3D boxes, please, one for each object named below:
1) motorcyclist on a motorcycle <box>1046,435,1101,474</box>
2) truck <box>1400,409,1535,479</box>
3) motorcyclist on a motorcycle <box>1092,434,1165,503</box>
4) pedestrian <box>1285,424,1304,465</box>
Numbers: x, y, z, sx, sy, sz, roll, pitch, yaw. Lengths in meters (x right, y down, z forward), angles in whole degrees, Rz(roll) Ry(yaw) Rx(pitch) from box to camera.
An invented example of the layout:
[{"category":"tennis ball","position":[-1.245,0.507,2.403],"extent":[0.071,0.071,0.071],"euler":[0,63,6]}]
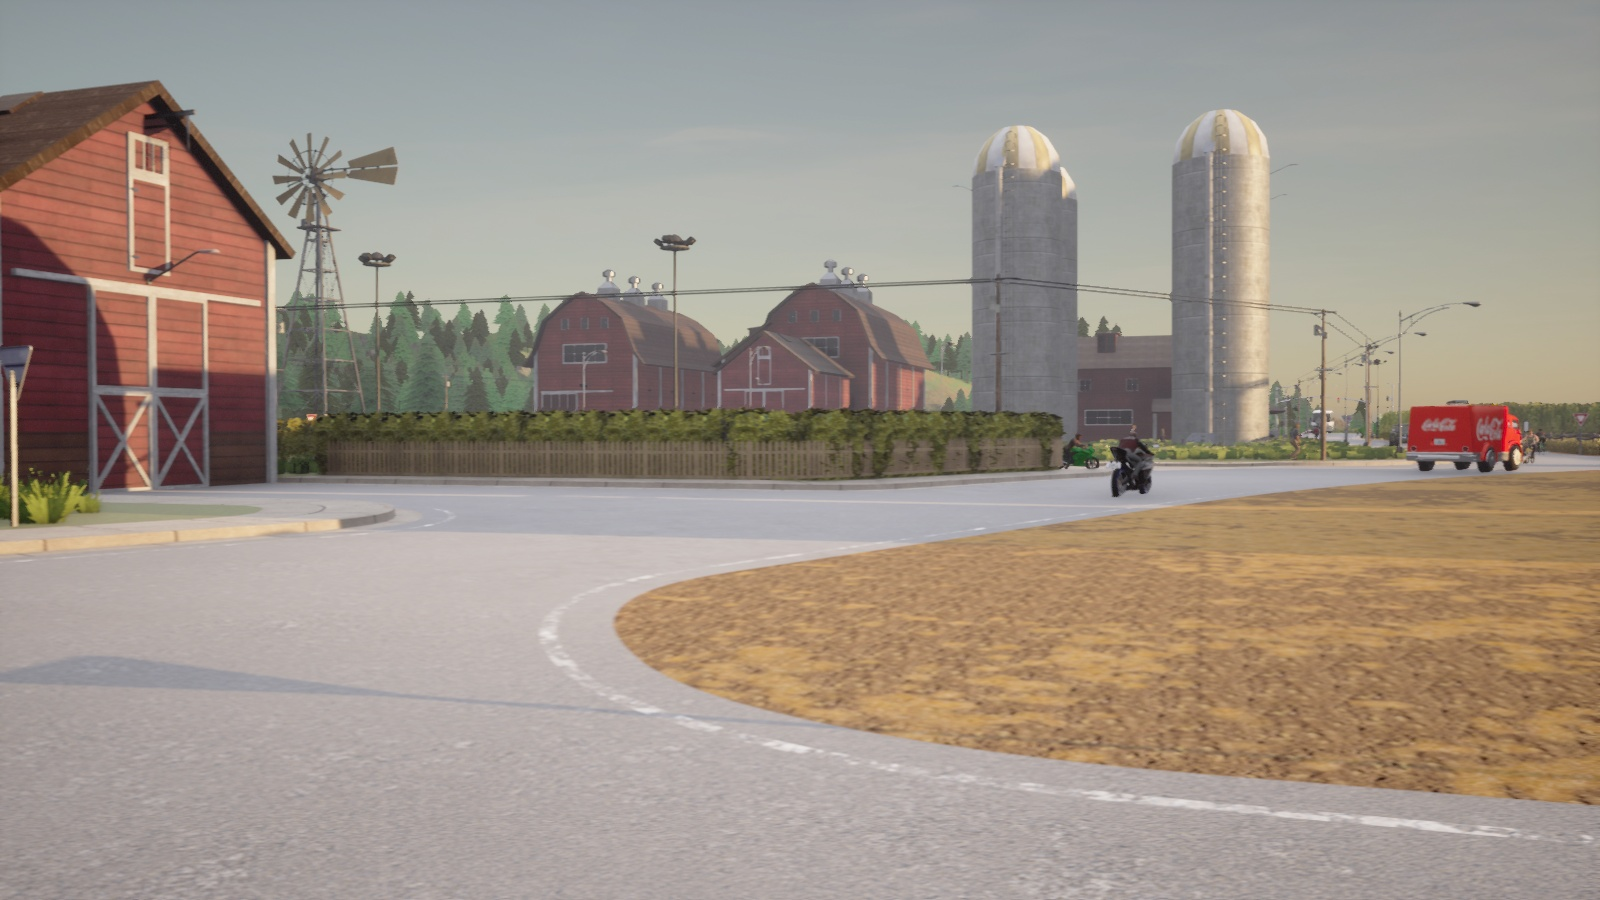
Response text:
[{"category":"motorcyclist on a motorcycle","position":[11.139,0.170,51.170],"extent":[2.044,1.523,0.797],"euler":[1,1,25]},{"category":"truck","position":[25.048,-0.247,47.040],"extent":[5.204,2.467,2.627],"euler":[0,1,-39]},{"category":"motorcyclist on a motorcycle","position":[7.659,0.404,29.191],"extent":[0.866,1.530,2.191],"euler":[1,1,37]},{"category":"pedestrian","position":[22.765,-0.262,57.838],"extent":[0.694,1.848,0.540],"euler":[0,1,4]}]
